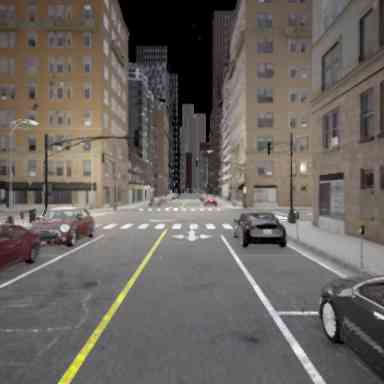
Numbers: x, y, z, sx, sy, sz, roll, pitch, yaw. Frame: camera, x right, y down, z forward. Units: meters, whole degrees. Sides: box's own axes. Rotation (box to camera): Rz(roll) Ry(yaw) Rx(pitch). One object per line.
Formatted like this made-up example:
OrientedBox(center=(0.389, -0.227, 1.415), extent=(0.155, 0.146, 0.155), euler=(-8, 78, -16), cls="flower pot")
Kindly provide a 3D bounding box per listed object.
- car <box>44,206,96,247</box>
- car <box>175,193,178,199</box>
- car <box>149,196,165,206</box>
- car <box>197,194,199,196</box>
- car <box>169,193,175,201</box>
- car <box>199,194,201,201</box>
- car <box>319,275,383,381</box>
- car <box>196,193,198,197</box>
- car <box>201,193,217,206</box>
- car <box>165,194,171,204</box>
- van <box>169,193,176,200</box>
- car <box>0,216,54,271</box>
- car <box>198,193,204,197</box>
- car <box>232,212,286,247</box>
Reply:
OrientedBox(center=(-5.670, 1.411, 14.650), extent=(1.967, 1.590, 4.097), euler=(0, 0, 0), cls="car")
OrientedBox(center=(-5.567, 1.275, 89.613), extent=(2.192, 1.841, 5.009), euler=(0, 0, 0), cls="car")
OrientedBox(center=(-5.635, 1.513, 51.753), extent=(1.802, 1.307, 4.206), euler=(0, 0, 0), cls="car")
OrientedBox(center=(2.949, 1.389, 84.193), extent=(1.967, 1.590, 4.097), euler=(0, 0, 0), cls="car")
OrientedBox(center=(-5.586, 1.466, 78.625), extent=(1.752, 1.417, 4.829), euler=(0, 0, 0), cls="car")
OrientedBox(center=(2.910, 1.479, 62.557), extent=(2.008, 1.369, 4.403), euler=(0, 0, 0), cls="car")
OrientedBox(center=(2.856, 1.543, 3.647), extent=(2.008, 1.369, 4.403), euler=(0, 0, 0), cls="car")
OrientedBox(center=(2.957, 1.274, 89.603), extent=(2.192, 1.841, 5.009), euler=(0, 0, 0), cls="car")
OrientedBox(center=(2.890, 1.371, 51.740), extent=(1.967, 1.590, 4.097), euler=(0, 0, 0), cls="car")
OrientedBox(center=(-5.615, 1.479, 62.570), extent=(2.008, 1.369, 4.403), euler=(0, 0, 0), cls="car")
OrientedBox(center=(-5.557, 1.313, 95.021), extent=(1.690, 1.788, 3.998), euler=(0, 0, 0), cls="van")
OrientedBox(center=(-5.670, 1.564, 9.149), extent=(1.802, 1.307, 4.206), euler=(0, 0, 0), cls="car")
OrientedBox(center=(2.929, 1.375, 73.375), extent=(1.967, 1.590, 4.097), euler=(0, 0, 0), cls="car")
OrientedBox(center=(2.856, 1.537, 14.650), extent=(1.947, 1.339, 4.313), euler=(0, 0, 0), cls="car")
